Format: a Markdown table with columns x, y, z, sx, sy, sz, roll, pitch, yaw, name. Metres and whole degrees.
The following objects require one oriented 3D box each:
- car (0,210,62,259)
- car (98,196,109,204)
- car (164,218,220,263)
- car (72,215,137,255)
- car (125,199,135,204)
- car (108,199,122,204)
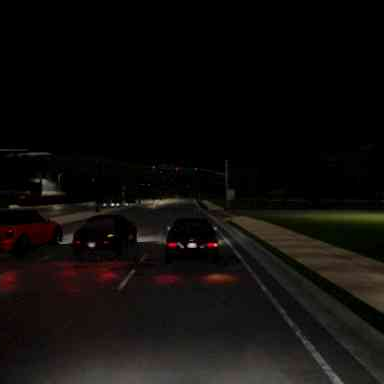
| x | y | z | sx | sy | sz | roll | pitch | yaw | name |
| --- | --- | --- | --- | --- | --- | --- | --- | --- | --- |
| -6.999 | 1.492 | 13.435 | 2.097 | 1.767 | 4.553 | 0 | -1 | 0 | car |
| -23.334 | 2.136 | 87.661 | 2.150 | 2.045 | 5.566 | 0 | -1 | 0 | car |
| 0.001 | 1.679 | 12.520 | 2.033 | 1.411 | 5.357 | 0 | -1 | 0 | car |
| -3.498 | 1.671 | 13.907 | 1.812 | 1.442 | 4.674 | 0 | 0 | 0 | car |
| -16.334 | 2.450 | 87.694 | 2.033 | 1.411 | 5.357 | 0 | -1 | 0 | car |
| -19.834 | 2.506 | 87.660 | 1.895 | 1.301 | 4.718 | 0 | -1 | 0 | car |
